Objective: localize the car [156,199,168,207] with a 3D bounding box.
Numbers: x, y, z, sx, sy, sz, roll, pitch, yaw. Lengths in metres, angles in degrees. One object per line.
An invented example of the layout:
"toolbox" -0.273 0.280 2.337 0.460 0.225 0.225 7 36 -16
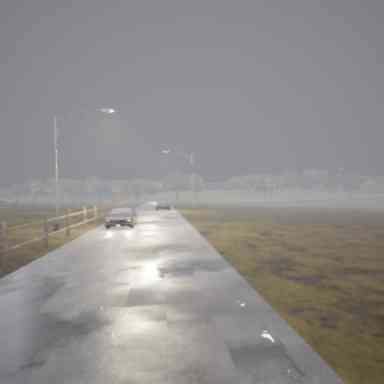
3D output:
"car" -5.806 2.046 64.672 2.033 1.411 5.357 -2 -1 -5

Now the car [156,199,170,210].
"car" -4.125 1.856 47.276 1.994 1.385 4.181 -2 -1 -5

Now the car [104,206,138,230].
"car" -4.828 1.723 23.300 2.033 1.411 5.357 -2 0 -5
